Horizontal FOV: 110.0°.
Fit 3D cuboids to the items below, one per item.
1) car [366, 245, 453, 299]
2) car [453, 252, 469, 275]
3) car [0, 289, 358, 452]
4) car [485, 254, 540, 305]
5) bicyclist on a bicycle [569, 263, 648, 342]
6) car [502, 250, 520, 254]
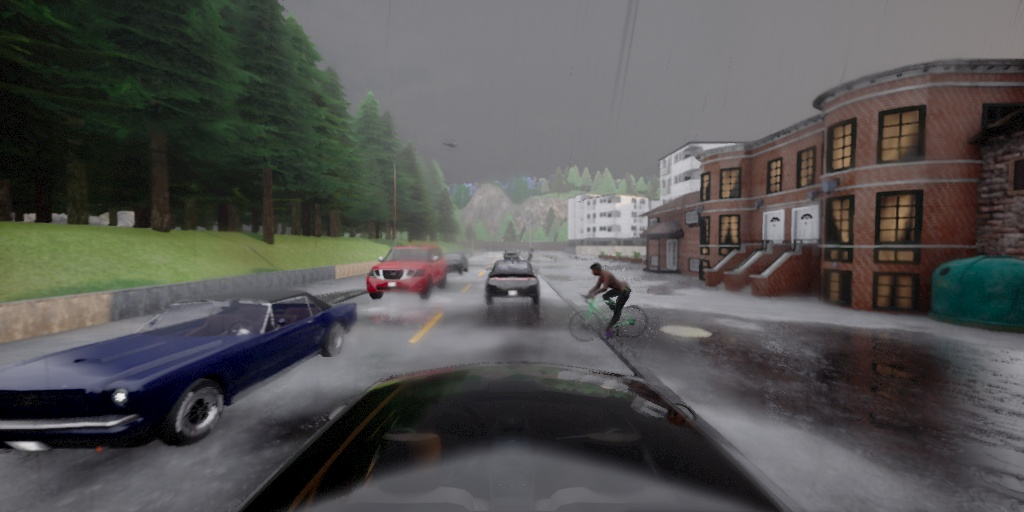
[{"bbox_3d":[-4.174,0.553,15.231,2.150,2.045,5.566,0,2,0],"label":"car"},{"bbox_3d":[-4.210,0.489,25.683,1.882,1.535,5.008,0,2,0],"label":"car"},{"bbox_3d":[-4.128,1.238,5.246,1.895,1.301,4.718,0,2,0],"label":"car"},{"bbox_3d":[0.023,0.874,13.699,2.128,1.511,4.902,0,2,0],"label":"car"},{"bbox_3d":[1.956,0.953,7.420,1.656,1.620,0.582,-5,2,0],"label":"bicyclist on a bicycle"},{"bbox_3d":[-0.116,0.018,42.125,1.837,1.490,4.892,0,2,0],"label":"car"}]
